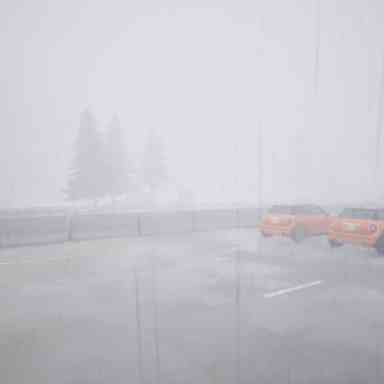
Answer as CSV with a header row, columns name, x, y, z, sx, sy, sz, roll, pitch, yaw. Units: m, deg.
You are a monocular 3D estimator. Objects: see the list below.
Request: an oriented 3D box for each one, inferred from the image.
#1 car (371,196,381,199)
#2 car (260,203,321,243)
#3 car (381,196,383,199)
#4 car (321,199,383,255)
name,x,y,z,sx,sy,sz,roll,pitch,yaw
car,36.023,1.473,64.118,5.357,1.411,2.033,0,0,-36
car,5.486,1.338,16.300,4.553,1.767,2.097,0,0,-35
car,37.423,1.159,60.816,5.566,2.045,2.150,0,0,-36
car,7.611,1.337,13.516,4.553,1.767,2.097,0,0,-35
